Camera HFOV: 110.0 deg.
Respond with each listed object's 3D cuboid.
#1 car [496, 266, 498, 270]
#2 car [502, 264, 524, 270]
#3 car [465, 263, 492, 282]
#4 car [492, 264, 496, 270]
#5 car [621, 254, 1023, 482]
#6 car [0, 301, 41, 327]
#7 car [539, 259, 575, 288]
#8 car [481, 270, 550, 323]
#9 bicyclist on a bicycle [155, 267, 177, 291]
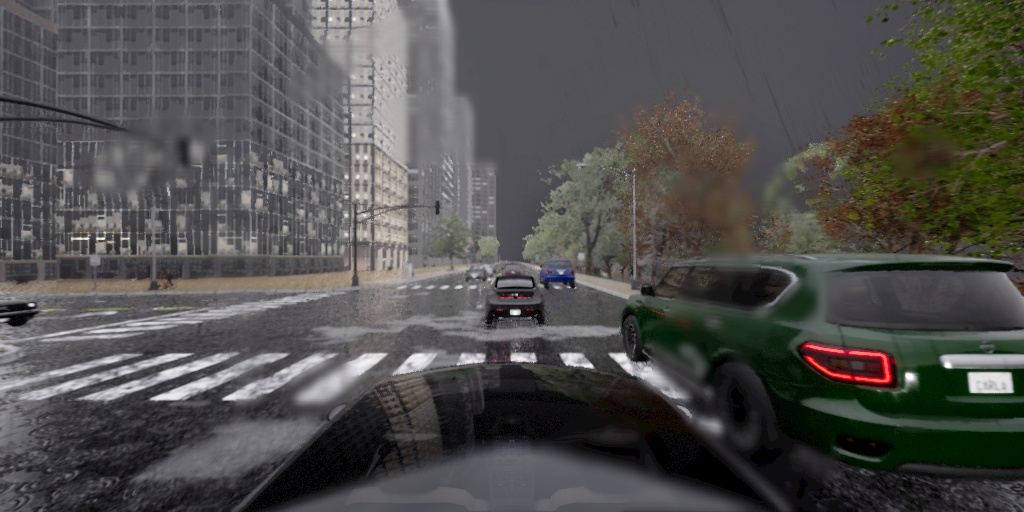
[{"bbox_3d":[-3.259,1.891,54.406,1.837,1.490,4.892,0,-1,0],"label":"car"},{"bbox_3d":[0.096,1.488,33.759,2.097,1.767,4.553,0,-1,0],"label":"car"},{"bbox_3d":[-3.346,1.636,34.466,2.128,1.511,4.902,0,-1,0],"label":"car"},{"bbox_3d":[-3.323,1.787,44.149,1.812,1.442,4.674,0,-1,0],"label":"car"},{"bbox_3d":[3.349,1.013,5.192,2.150,2.045,5.566,0,-1,0],"label":"car"},{"bbox_3d":[-18.414,1.775,11.441,4.718,1.301,1.895,-1,0,0],"label":"car"},{"bbox_3d":[3.345,1.277,27.096,2.150,2.045,5.566,0,-1,0],"label":"car"},{"bbox_3d":[0.094,1.404,12.727,1.837,1.490,4.892,0,-1,0],"label":"car"},{"bbox_3d":[-24.654,1.623,25.563,0.582,1.620,1.656,-1,0,0],"label":"bicyclist on a bicycle"}]
